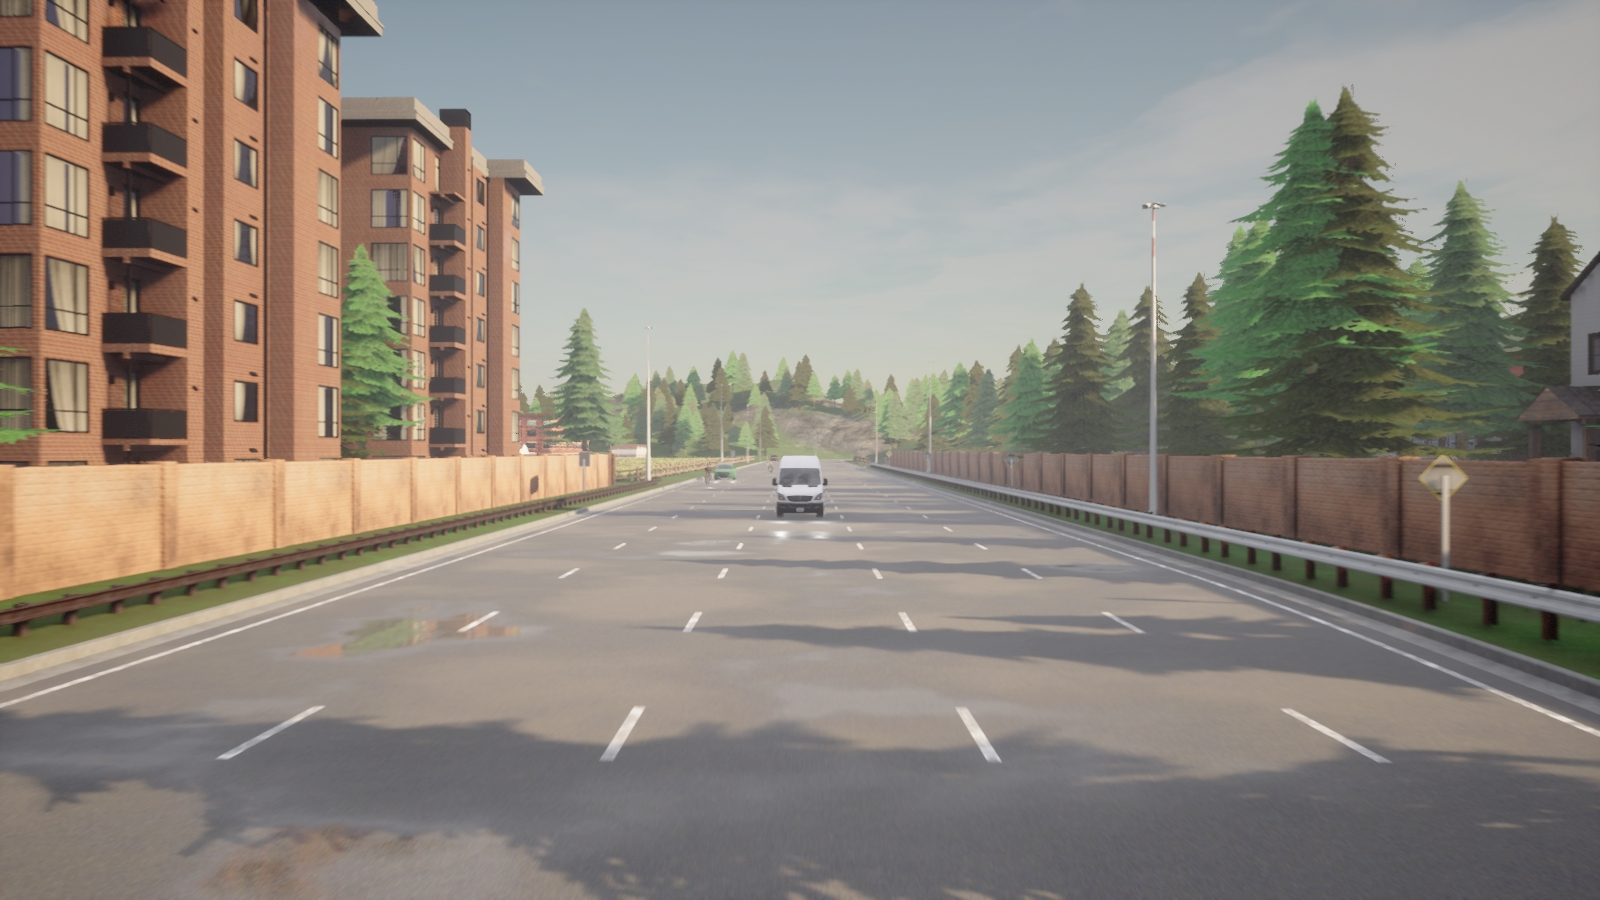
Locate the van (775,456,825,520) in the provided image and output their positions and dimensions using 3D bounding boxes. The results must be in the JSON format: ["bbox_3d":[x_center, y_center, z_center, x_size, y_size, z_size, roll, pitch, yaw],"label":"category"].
[{"bbox_3d":[0.006,1.534,49.026,1.988,2.561,5.915,0,0,0],"label":"van"}]
